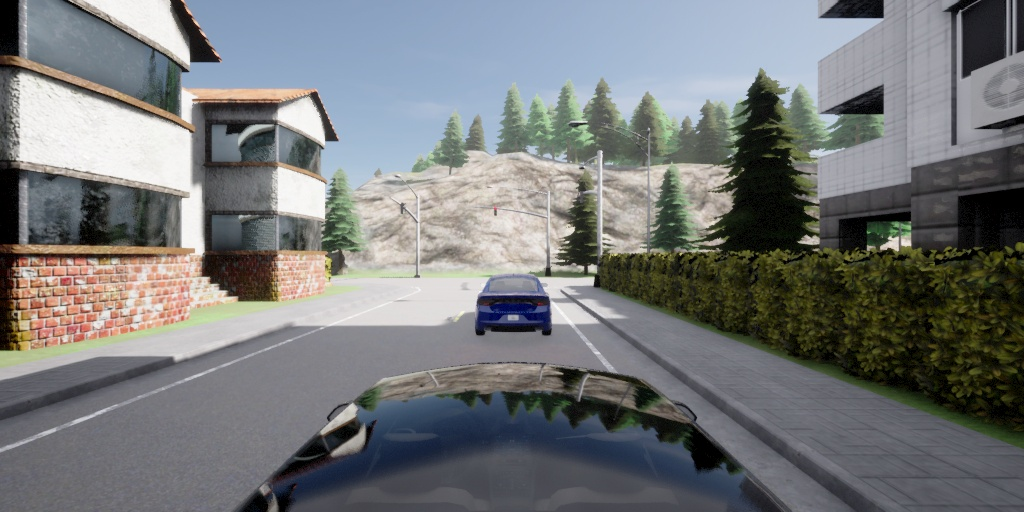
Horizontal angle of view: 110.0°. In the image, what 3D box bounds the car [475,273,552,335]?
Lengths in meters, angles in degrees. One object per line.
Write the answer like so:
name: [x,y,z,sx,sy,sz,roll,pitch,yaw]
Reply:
car: [0.050,1.228,10.488,1.882,1.535,5.008,0,0,0]
